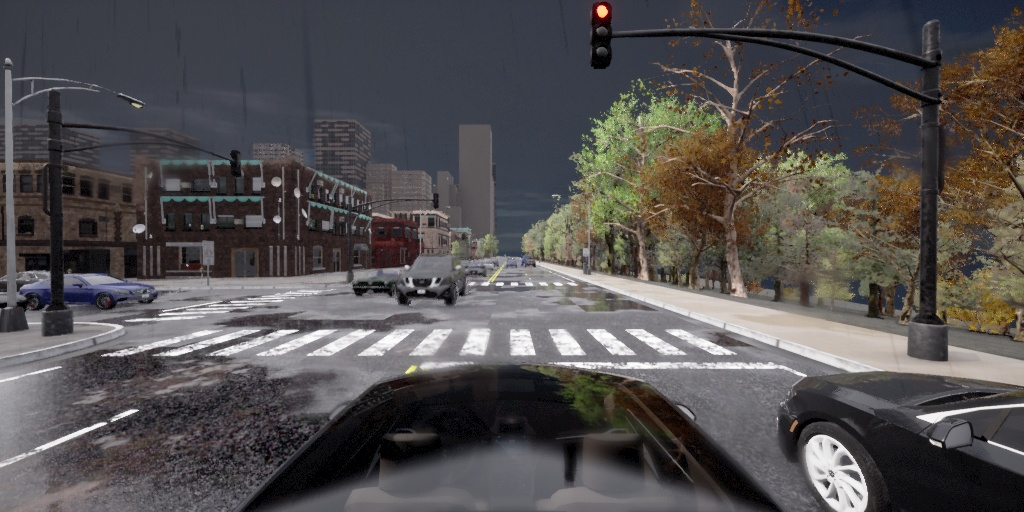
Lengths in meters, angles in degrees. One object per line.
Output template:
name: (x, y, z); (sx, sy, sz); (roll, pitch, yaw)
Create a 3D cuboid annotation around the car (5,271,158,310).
car: (-18.095, 1.476, 15.371); (4.674, 1.442, 1.812); (-1, 1, -1)

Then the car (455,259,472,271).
car: (-6.711, 1.234, 50.075); (1.837, 1.490, 4.892); (0, 1, 0)

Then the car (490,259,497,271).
car: (-3.456, 1.334, 47.803); (1.895, 1.301, 4.718); (0, 0, 0)

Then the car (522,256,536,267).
car: (3.203, 1.231, 63.655); (1.837, 1.490, 4.892); (0, 0, 0)

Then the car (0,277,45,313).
car: (-19.973, 1.565, 12.631); (4.313, 1.339, 1.948); (0, 0, 0)

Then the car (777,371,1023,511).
car: (3.366, 1.255, 1.255); (1.837, 1.490, 4.892); (0, 0, -2)

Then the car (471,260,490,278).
car: (-3.425, 1.304, 34.043); (1.994, 1.385, 4.181); (0, 0, 0)

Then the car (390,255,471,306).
car: (-3.385, 0.967, 16.122); (2.150, 2.045, 5.566); (0, 0, 0)

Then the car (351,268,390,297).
car: (-6.642, 1.347, 18.979); (1.895, 1.301, 4.718); (0, 0, 0)

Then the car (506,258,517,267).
car: (-0.047, 1.274, 63.953); (2.033, 1.411, 5.357); (0, 0, 0)
